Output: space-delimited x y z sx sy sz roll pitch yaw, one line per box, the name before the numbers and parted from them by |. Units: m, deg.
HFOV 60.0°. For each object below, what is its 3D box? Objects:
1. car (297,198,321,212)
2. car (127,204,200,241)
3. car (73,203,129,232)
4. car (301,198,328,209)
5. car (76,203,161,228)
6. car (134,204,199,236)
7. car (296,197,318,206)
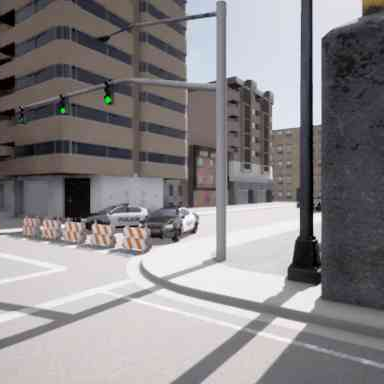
car | 14.184 1.444 38.436 2.038 1.542 4.974 0 0 36
car | -1.102 1.445 16.668 2.038 1.542 4.974 0 0 16
car | -4.293 1.441 19.355 4.974 1.542 2.038 0 0 -29
car | 14.214 1.287 38.479 1.853 1.218 4.536 0 0 36
car | -4.248 1.284 19.381 4.536 1.218 1.853 0 0 -29
car | -1.088 1.287 16.718 1.853 1.218 4.536 0 0 16
car | 16.427 1.284 47.395 1.853 1.218 4.536 0 0 36
